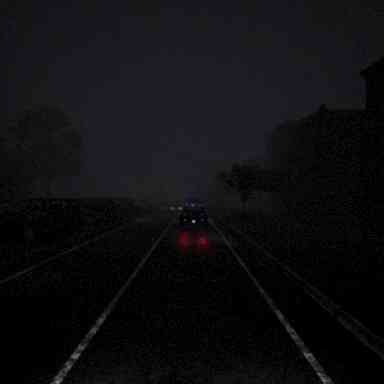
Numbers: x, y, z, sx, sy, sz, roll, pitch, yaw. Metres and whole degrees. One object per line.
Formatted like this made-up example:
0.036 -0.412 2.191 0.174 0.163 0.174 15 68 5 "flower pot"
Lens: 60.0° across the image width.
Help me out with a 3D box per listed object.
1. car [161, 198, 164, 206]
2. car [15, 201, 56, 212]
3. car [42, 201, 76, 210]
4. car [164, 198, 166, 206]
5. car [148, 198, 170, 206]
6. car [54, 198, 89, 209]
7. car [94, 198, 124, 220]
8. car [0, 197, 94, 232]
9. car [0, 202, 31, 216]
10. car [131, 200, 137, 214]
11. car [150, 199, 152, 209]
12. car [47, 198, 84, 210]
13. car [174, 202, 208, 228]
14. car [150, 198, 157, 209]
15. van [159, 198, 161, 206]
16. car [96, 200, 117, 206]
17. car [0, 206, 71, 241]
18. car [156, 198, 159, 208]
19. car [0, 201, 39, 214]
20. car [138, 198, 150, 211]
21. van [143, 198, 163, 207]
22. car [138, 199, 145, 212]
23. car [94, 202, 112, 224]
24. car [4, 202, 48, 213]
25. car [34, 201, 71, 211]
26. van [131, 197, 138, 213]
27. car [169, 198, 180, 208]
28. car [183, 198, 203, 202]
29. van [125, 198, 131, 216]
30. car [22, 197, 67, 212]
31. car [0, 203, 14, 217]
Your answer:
-8.834 2.500 69.341 4.792 1.488 2.163 0 -1 0 "car"
-21.951 2.075 46.758 4.792 1.488 2.163 0 -1 0 "car"
-21.927 2.231 54.987 4.674 1.452 2.002 0 -1 0 "car"
-8.860 2.525 72.145 5.008 1.535 2.097 0 -1 0 "car"
-8.852 2.604 88.966 5.566 2.045 2.435 0 -1 0 "car"
-21.906 2.047 60.561 5.566 2.045 2.435 0 -1 0 "car"
-8.861 1.477 27.307 5.566 2.045 2.435 0 -1 0 "car"
-8.867 1.363 18.898 5.566 2.045 2.435 0 -1 0 "car"
-21.730 1.905 38.404 5.366 1.575 1.946 0 -1 0 "car"
-8.828 1.864 35.711 4.892 1.521 2.231 0 -1 0 "car"
-8.816 2.125 49.724 4.792 1.488 2.163 0 -1 0 "car"
-21.903 1.995 57.900 5.566 2.045 2.435 0 -1 0 "car"
0.110 1.693 23.554 2.128 1.511 4.902 0 -1 0 "car"
-8.845 2.196 55.331 5.008 1.535 2.097 0 -1 0 "car"
-8.741 2.134 63.741 4.442 1.987 1.878 0 -1 0 "van"
-21.963 2.795 85.775 4.892 1.521 2.231 0 -1 0 "car"
-8.835 1.585 16.094 4.892 1.521 2.231 0 -1 0 "car"
-9.038 2.247 58.131 5.366 1.575 1.946 0 -1 0 "car"
-21.912 1.954 41.190 5.008 1.535 2.097 0 -1 0 "car"
-8.869 1.750 44.124 5.566 2.045 2.435 0 -1 0 "car"
-8.751 2.355 74.952 4.442 1.987 1.878 0 -1 0 "van"
-8.832 1.955 41.317 5.008 1.535 2.097 0 -1 0 "car"
-8.840 1.687 24.499 4.892 1.521 2.231 0 -1 0 "car"
-21.890 2.029 43.974 4.792 1.488 2.163 0 -1 0 "car"
-21.922 2.143 52.328 5.008 1.535 2.097 0 -1 0 "car"
-8.952 1.683 38.517 4.442 1.987 1.878 0 -1 0 "van"
-3.219 2.488 70.374 1.882 1.535 5.008 0 -1 0 "car"
0.121 1.695 40.515 2.150 2.045 5.566 0 -1 -1 "car"
-8.717 1.591 32.911 4.442 1.987 1.878 0 -1 0 "van"
-21.897 1.842 49.546 5.566 2.045 2.435 0 -1 0 "car"
-21.911 1.902 35.618 4.674 1.452 2.002 0 -1 0 "car"
